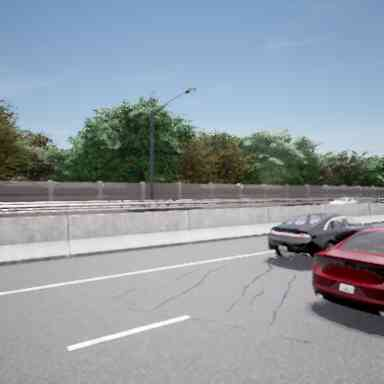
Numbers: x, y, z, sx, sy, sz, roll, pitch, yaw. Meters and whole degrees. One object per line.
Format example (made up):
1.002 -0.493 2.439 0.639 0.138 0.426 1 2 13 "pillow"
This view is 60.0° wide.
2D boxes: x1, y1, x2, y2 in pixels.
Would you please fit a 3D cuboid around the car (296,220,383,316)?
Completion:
4.613 1.455 6.984 5.008 1.535 1.882 0 0 -35 "car"

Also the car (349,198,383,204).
21.481 1.420 39.897 5.008 1.535 1.882 0 0 -33 "car"

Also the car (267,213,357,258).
4.696 1.461 11.317 4.902 1.511 2.128 0 0 -35 "car"

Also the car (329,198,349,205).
19.658 1.462 42.888 4.674 1.442 1.812 0 0 -33 "car"
